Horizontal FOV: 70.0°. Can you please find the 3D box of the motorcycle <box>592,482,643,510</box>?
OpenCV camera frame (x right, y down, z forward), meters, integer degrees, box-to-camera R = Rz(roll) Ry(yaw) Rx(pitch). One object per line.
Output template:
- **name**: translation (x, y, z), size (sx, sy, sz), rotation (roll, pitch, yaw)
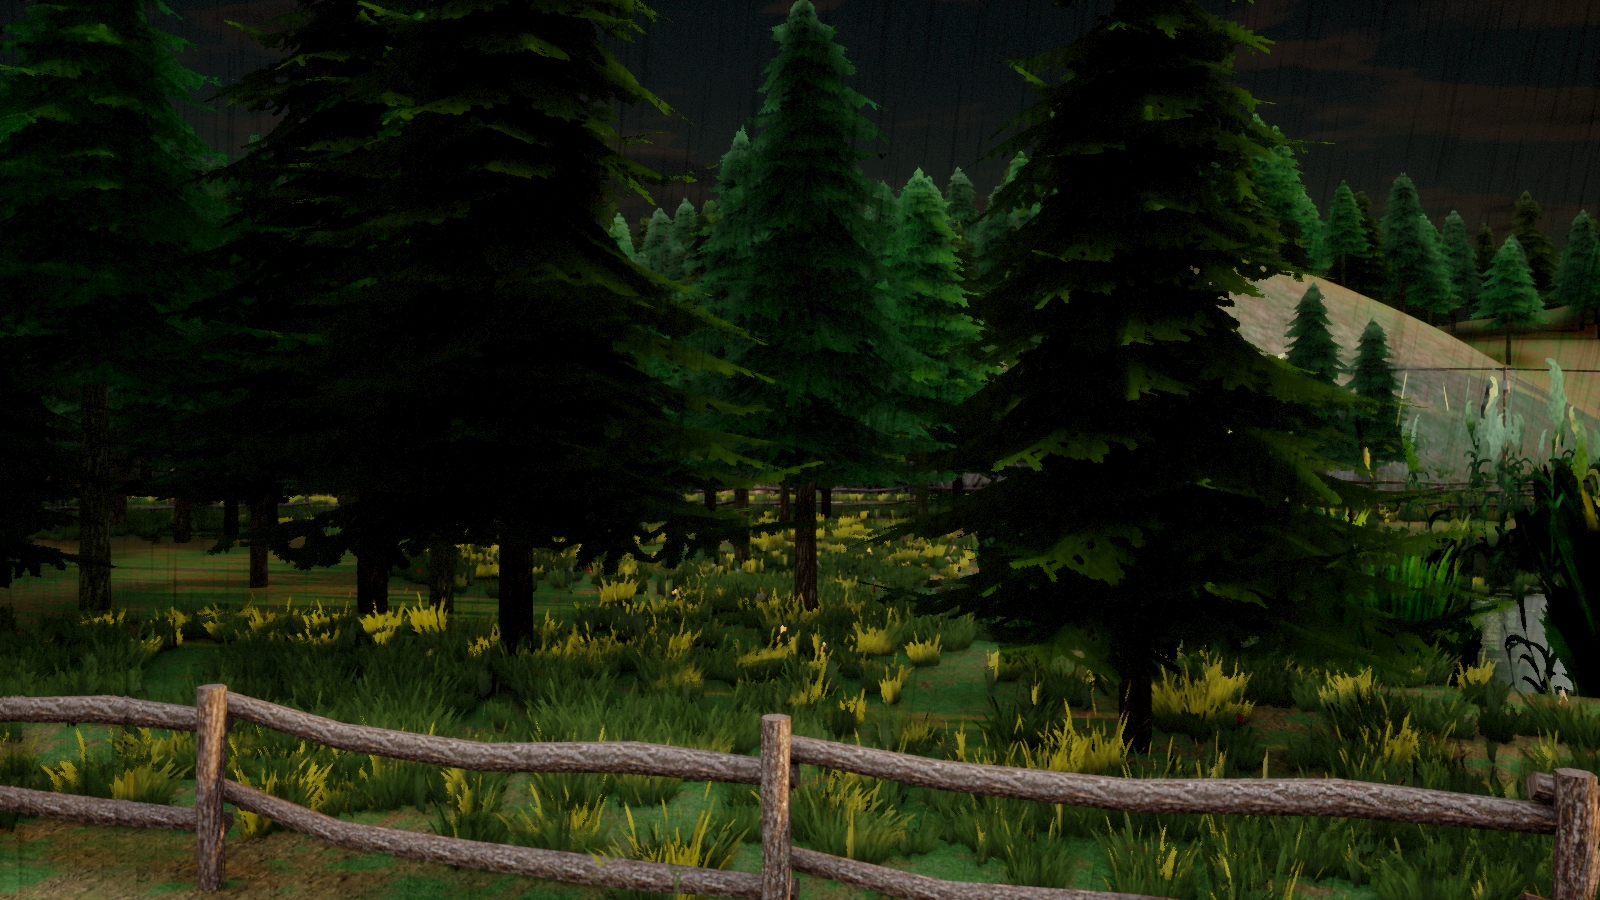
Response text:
- **motorcycle**: translation (-8.629, 2.178, 54.113), size (2.209, 1.251, 0.867), rotation (0, 0, 14)
